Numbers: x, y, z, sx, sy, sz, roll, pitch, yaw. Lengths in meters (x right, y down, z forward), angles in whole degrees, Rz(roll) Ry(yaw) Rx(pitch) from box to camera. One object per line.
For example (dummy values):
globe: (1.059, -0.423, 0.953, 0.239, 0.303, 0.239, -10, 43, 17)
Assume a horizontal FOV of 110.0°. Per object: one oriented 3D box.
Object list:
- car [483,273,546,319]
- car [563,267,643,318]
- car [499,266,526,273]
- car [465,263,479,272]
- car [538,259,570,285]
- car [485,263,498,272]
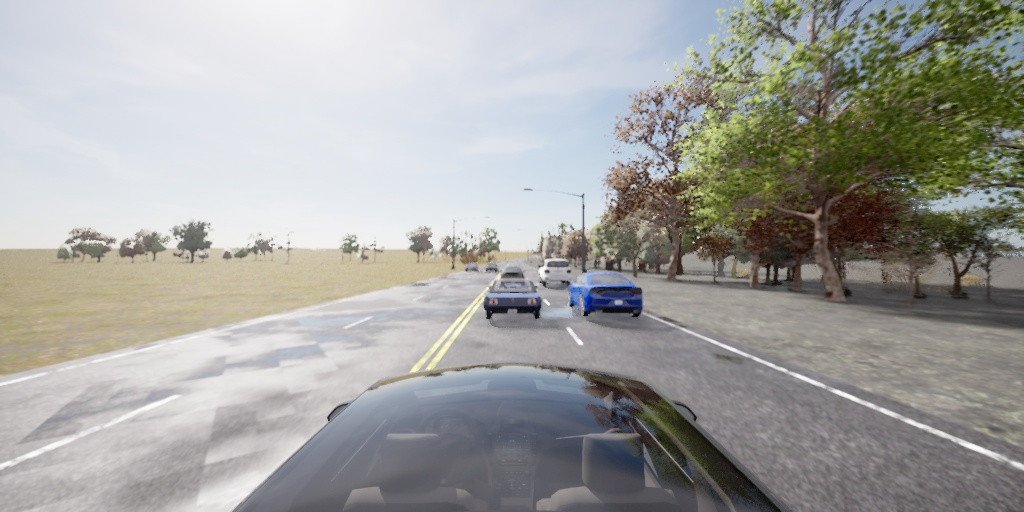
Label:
car: (0.045, 1.484, 13.486, 1.895, 1.301, 4.718, 0, -1, 1)
car: (3.304, 1.337, 13.513, 1.882, 1.535, 5.008, 1, -1, 1)
car: (0.057, 1.562, 29.110, 1.837, 1.490, 4.892, 0, 0, 1)
car: (-6.538, 1.850, 58.490, 2.128, 1.511, 4.902, 0, -1, 0)
car: (3.296, 1.266, 27.959, 2.150, 2.045, 5.566, 0, 0, 1)
car: (-3.287, 1.863, 58.489, 1.837, 1.490, 4.892, 0, -1, 0)
